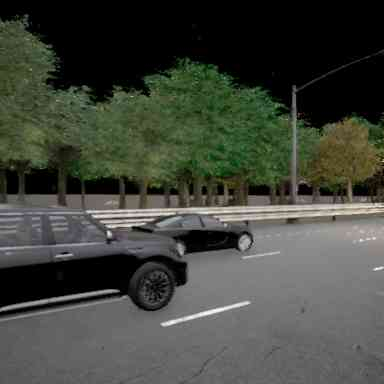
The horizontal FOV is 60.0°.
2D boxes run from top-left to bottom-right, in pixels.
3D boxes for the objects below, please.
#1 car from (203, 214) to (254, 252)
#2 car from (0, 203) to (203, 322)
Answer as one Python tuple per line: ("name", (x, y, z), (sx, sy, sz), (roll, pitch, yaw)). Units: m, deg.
("car", (0.149, 1.519, 12.447), (5.008, 1.535, 1.882), (0, 0, -35))
("car", (-2.726, 1.227, 6.100), (5.566, 2.045, 2.150), (0, 0, -36))
